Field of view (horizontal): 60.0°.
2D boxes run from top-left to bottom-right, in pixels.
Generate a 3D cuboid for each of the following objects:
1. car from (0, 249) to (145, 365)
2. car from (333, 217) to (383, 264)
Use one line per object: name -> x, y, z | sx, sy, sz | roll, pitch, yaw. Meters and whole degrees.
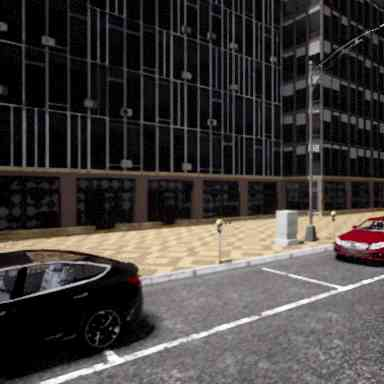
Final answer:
car -> -2.746, 1.564, 4.598 | 4.313, 1.339, 1.947 | 0, 0, -35
car -> 6.523, 1.507, 11.205 | 4.206, 1.307, 1.802 | 0, 1, -35
